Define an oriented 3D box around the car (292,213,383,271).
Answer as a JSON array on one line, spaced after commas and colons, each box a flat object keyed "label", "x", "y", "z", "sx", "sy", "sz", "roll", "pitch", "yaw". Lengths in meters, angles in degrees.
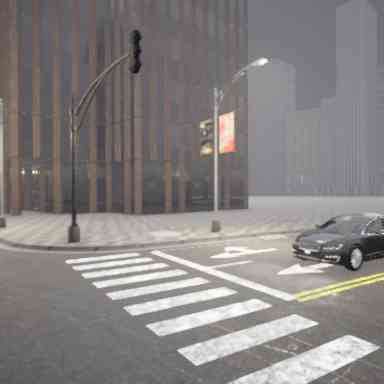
[{"label": "car", "x": 5.403, "y": 1.475, "z": 10.877, "sx": 4.892, "sy": 1.490, "sz": 1.837, "roll": 0, "pitch": 0, "yaw": -32}]
